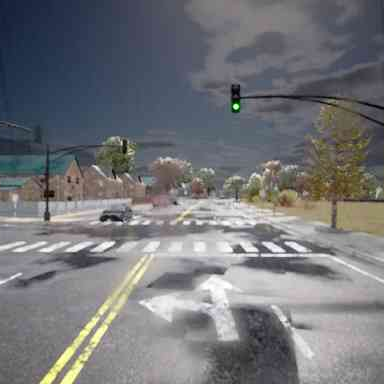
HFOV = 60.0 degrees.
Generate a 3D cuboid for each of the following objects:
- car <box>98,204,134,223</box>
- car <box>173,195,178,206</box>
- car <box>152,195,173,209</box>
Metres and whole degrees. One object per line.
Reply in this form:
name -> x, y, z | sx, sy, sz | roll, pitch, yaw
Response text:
car -> -6.084, 1.731, 27.438 | 2.033, 1.411, 5.357 | 0, 0, 2
car -> -4.038, 1.720, 67.209 | 2.150, 2.045, 5.566 | 0, 0, 4
car -> -4.932, 1.624, 53.558 | 2.150, 2.045, 5.566 | 0, 0, 3
